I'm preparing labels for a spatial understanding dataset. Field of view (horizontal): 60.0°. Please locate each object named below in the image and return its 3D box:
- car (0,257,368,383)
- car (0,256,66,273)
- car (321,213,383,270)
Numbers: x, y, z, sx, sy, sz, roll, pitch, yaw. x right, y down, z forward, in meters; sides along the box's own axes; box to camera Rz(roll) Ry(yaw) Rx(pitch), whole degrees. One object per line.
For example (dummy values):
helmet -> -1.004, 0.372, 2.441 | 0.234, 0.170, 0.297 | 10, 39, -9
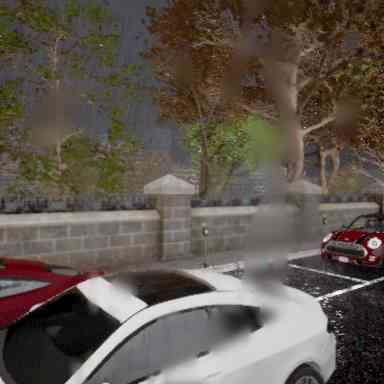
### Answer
car -> -0.573, 1.526, 2.953 | 4.674, 1.442, 1.812 | 0, 0, -35
car -> -3.120, 1.582, 4.333 | 4.206, 1.307, 1.802 | 0, 0, -35
car -> 6.052, 1.447, 10.874 | 4.097, 1.590, 1.967 | 0, 0, -35
